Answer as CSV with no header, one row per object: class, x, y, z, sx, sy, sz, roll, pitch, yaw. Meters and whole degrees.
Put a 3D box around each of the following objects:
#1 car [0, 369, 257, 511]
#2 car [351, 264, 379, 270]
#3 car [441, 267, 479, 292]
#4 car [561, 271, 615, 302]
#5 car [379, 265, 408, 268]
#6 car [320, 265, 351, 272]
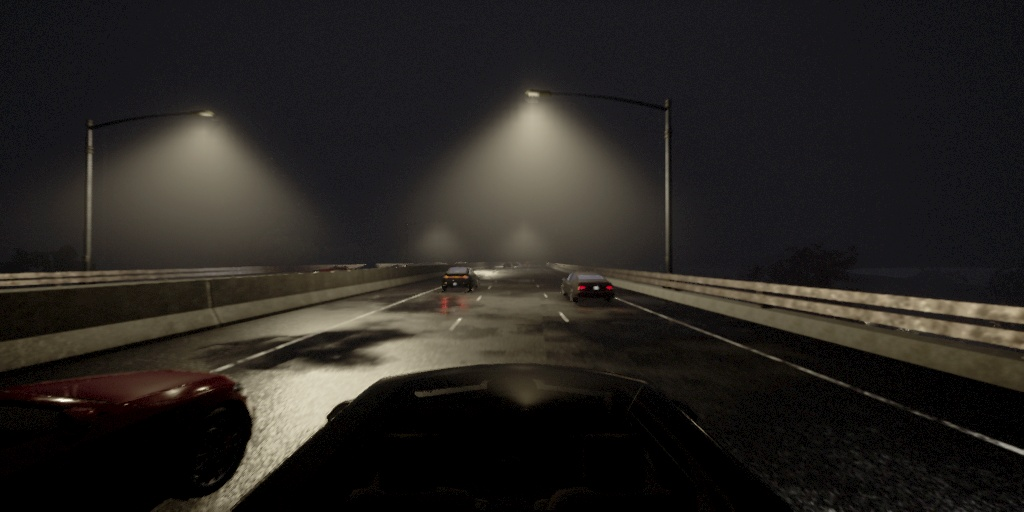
car,-3.394,1.271,1.519,1.812,1.442,4.674,0,-1,0
car,-17.068,1.698,43.163,1.812,1.442,4.674,0,-1,2
car,-3.258,1.453,23.124,2.128,1.511,4.902,0,-1,1
car,3.682,1.463,18.139,2.033,1.411,5.357,0,-1,1
car,-13.576,1.722,42.934,2.033,1.411,5.357,0,-1,2
car,-20.588,1.761,42.339,1.895,1.301,4.718,0,-1,2
